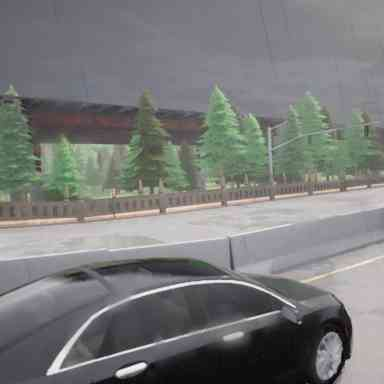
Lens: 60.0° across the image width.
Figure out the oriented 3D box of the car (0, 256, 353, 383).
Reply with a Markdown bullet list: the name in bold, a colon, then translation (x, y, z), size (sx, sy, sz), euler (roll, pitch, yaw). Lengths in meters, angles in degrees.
- **car**: translation (-0.176, 1.492, 3.626), size (4.892, 1.490, 1.837), euler (-1, 0, -36)
